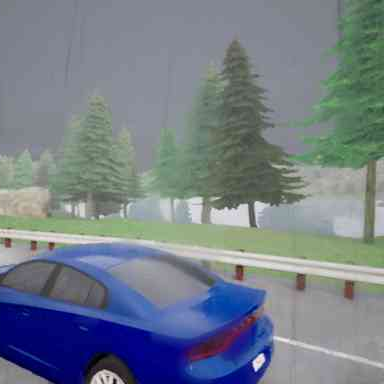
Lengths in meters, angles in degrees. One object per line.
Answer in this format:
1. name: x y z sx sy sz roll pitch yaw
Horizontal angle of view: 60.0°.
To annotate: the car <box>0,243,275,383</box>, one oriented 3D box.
1. car: -1.436 1.459 4.547 5.008 1.535 1.882 0 0 33
